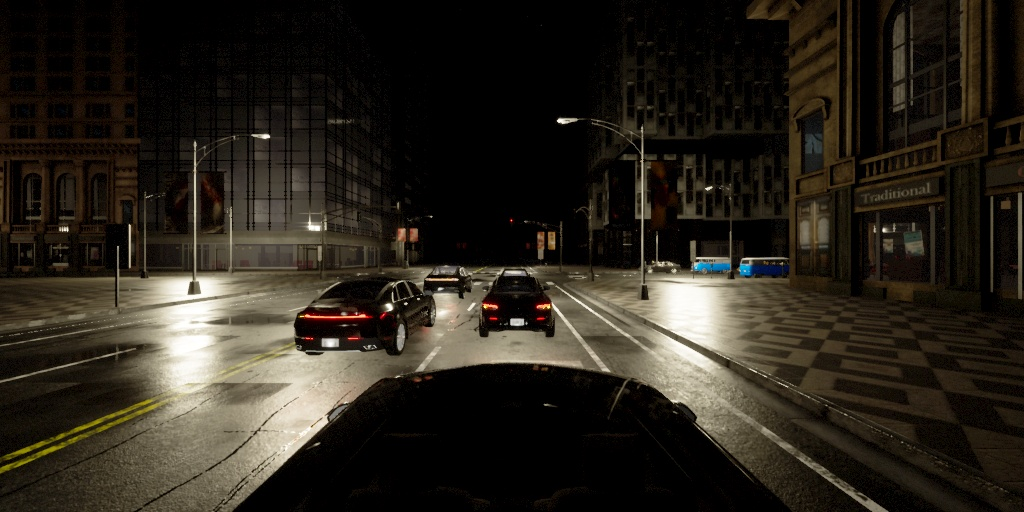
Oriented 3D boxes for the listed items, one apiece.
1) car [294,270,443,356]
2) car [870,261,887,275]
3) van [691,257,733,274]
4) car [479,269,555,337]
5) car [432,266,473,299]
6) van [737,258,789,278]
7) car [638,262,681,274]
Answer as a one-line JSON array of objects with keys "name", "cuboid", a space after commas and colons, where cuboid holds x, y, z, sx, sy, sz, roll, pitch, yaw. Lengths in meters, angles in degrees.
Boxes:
[{"name": "car", "cuboid": [-3.133, 1.255, 8.620, 1.837, 1.490, 4.892, 0, 0, 0]}, {"name": "car", "cuboid": [32.778, 1.252, 30.223, 4.207, 1.307, 1.802, 0, 0, 0]}, {"name": "van", "cuboid": [21.600, 1.042, 38.827, 3.998, 1.789, 1.690, 0, 0, 0]}, {"name": "car", "cuboid": [0.123, 1.276, 10.115, 1.812, 1.442, 4.674, 0, 0, 0]}, {"name": "car", "cuboid": [-3.106, 1.241, 18.034, 2.128, 1.511, 4.902, 0, 0, 0]}, {"name": "van", "cuboid": [21.540, 1.033, 30.303, 3.998, 1.789, 1.690, 0, 0, 0]}, {"name": "car", "cuboid": [15.981, 1.263, 38.867, 4.403, 1.370, 2.007, 0, 0, 0]}]
